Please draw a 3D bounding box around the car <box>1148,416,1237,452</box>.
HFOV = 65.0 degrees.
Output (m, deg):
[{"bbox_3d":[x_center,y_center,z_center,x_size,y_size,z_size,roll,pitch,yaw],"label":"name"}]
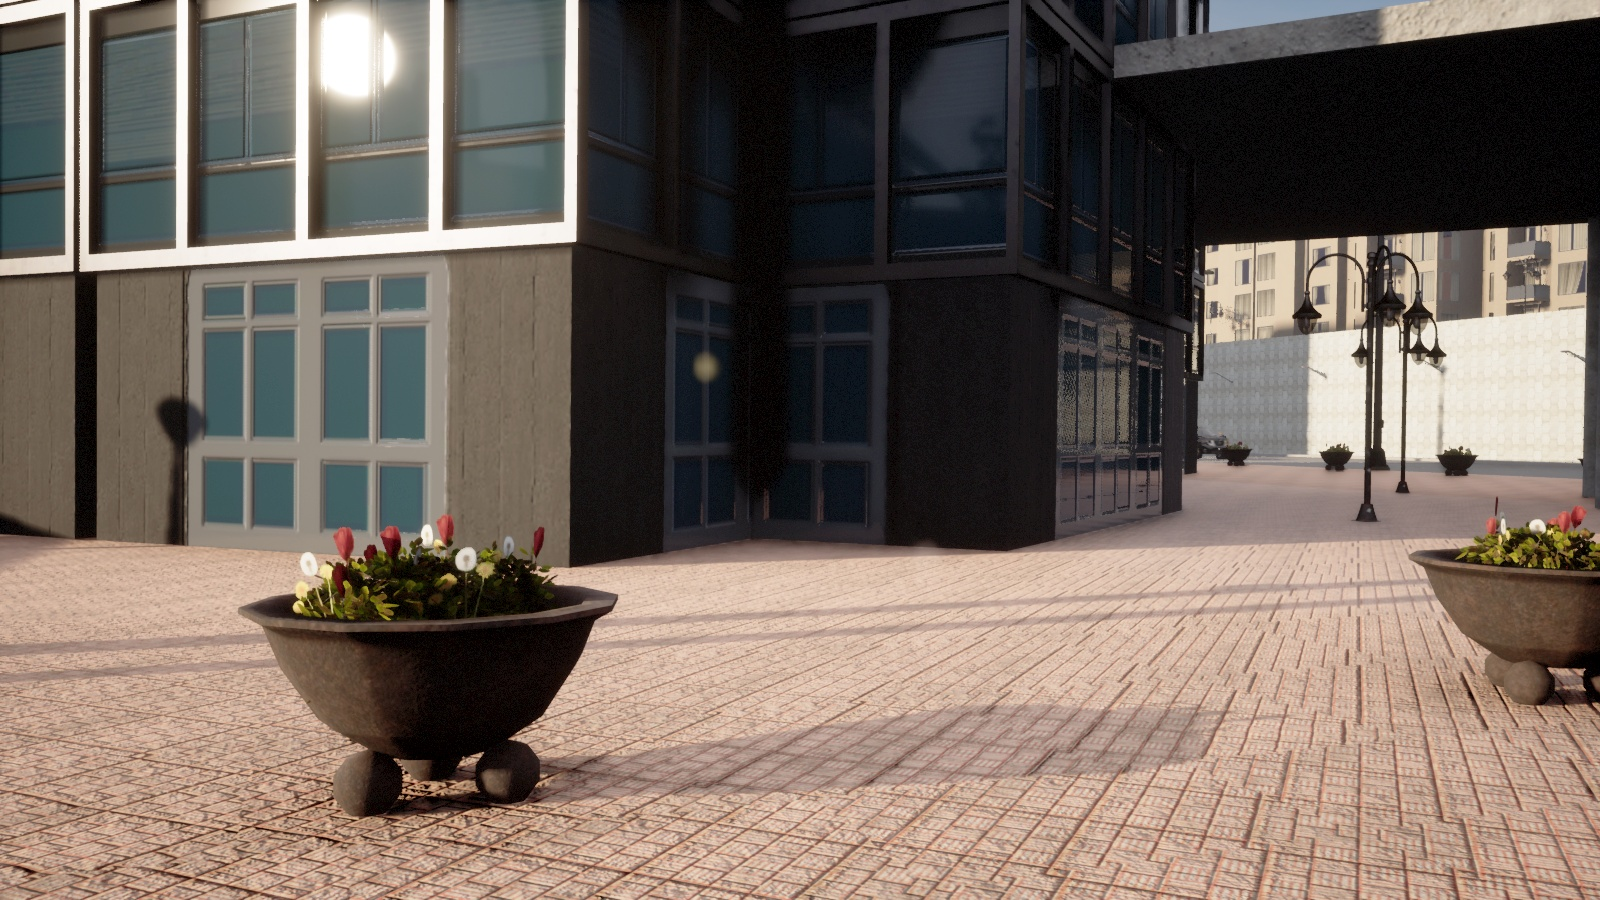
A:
[{"bbox_3d":[23.520,-0.965,75.500,2.150,2.045,5.566,-1,1,-20],"label":"car"}]
